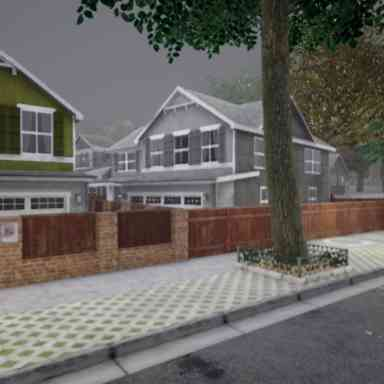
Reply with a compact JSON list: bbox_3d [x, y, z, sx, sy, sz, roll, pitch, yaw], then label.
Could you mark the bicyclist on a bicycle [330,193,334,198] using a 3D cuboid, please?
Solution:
[{"bbox_3d":[16.312,0.975,38.751,0.582,1.620,1.656,0,1,43],"label":"bicyclist on a bicycle"}]
